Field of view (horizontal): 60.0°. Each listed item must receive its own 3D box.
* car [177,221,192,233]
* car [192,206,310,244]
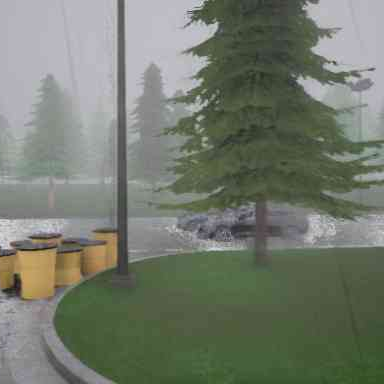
[{"bbox_3d":[1.295,1.448,18.043,4.181,1.385,1.994,0,0,-6],"label":"car"},{"bbox_3d":[2.666,1.389,14.663,4.902,1.511,2.128,0,0,-6],"label":"car"}]
